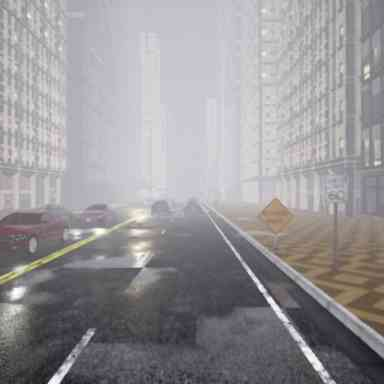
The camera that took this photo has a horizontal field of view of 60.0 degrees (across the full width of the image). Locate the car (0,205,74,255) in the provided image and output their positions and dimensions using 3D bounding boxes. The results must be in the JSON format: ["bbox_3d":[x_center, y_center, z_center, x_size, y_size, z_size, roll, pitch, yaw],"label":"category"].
[{"bbox_3d":[-6.598,1.482,13.508,1.882,1.535,5.008,0,0,0],"label":"car"}]

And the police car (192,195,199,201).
[{"bbox_3d":[0.978,1.664,91.530,1.930,1.638,5.238,0,0,0],"label":"police car"}]

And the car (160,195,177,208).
[{"bbox_3d":[-3.155,1.559,46.966,2.128,1.511,4.902,0,0,0],"label":"car"}]

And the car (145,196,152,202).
[{"bbox_3d":[-9.747,1.686,77.417,1.895,1.301,4.718,0,0,0],"label":"car"}]

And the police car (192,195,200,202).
[{"bbox_3d":[0.978,1.615,81.530,1.930,1.638,5.238,0,0,0],"label":"police car"}]

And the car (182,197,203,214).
[{"bbox_3d":[0.105,1.563,35.639,1.812,1.442,4.674,0,0,0],"label":"car"}]

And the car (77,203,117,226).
[{"bbox_3d":[-6.593,1.541,23.555,1.812,1.442,4.674,0,0,0],"label":"car"}]

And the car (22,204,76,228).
[{"bbox_3d":[-9.839,1.579,23.287,1.994,1.385,4.181,0,0,0],"label":"car"}]

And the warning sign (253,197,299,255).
[{"bbox_3d":[2.854,1.119,11.413,1.300,1.860,1.060,0,0,0],"label":"warning sign"}]

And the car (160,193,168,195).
[{"bbox_3d":[-6.497,1.316,77.419,2.150,2.045,5.566,0,0,0],"label":"car"}]

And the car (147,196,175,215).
[{"bbox_3d":[-3.146,1.513,34.653,1.882,1.535,5.008,0,0,0],"label":"car"}]

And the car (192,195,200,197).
[{"bbox_3d":[0.079,1.548,48.122,1.882,1.535,5.008,0,0,0],"label":"car"}]
